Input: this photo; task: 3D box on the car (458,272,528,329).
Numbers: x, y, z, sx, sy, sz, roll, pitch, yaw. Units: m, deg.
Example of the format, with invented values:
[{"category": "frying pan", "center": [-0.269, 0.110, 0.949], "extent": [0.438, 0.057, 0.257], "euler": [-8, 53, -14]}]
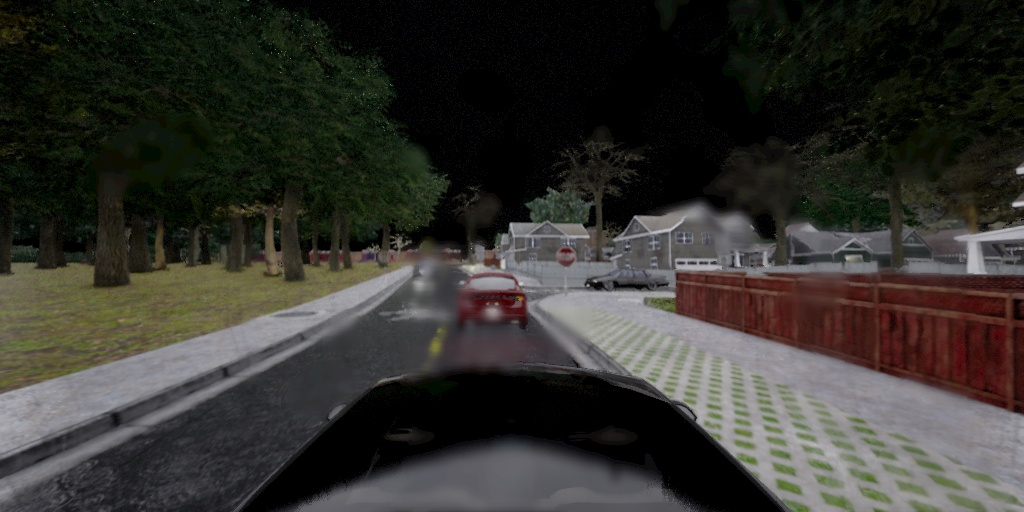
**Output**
[{"category": "car", "center": [-0.606, 1.251, 11.372], "extent": [1.882, 1.535, 5.008], "euler": [0, 0, -3]}]

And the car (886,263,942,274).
[{"category": "car", "center": [32.631, 1.615, 28.509], "extent": [5.566, 2.045, 2.150], "euler": [1, -3, -11]}]

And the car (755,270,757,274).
[{"category": "car", "center": [17.629, 1.678, 25.557], "extent": [4.674, 1.442, 1.812], "euler": [1, -3, -11]}]

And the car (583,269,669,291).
[{"category": "car", "center": [7.498, 1.540, 23.558], "extent": [5.357, 1.411, 2.033], "euler": [1, -3, -11]}]

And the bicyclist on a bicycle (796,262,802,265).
[{"category": "bicyclist on a bicycle", "center": [15.568, 1.136, 19.197], "extent": [0.582, 1.620, 1.656], "euler": [1, -3, -11]}]

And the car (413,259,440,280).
[{"category": "car", "center": [-7.415, 1.215, 31.011], "extent": [2.128, 1.511, 4.902], "euler": [0, 0, -12]}]
